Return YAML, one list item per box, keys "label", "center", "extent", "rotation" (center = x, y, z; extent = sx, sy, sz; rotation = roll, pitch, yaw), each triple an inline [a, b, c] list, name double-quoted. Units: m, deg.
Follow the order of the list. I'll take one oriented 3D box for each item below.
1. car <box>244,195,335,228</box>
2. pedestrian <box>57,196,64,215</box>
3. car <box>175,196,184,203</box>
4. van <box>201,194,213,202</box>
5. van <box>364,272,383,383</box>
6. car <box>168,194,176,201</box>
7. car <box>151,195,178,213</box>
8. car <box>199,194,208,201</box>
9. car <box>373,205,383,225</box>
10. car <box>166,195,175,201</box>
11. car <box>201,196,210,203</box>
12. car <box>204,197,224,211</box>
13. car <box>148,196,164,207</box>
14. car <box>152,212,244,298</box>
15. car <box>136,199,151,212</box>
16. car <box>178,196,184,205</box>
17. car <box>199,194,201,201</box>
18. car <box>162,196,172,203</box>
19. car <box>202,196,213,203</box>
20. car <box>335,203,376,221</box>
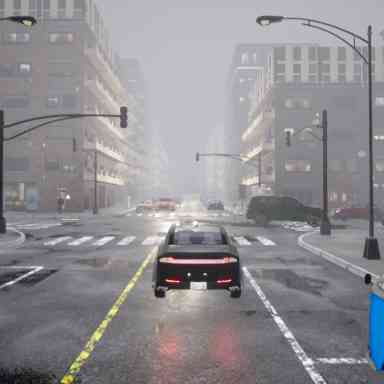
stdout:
- label: "car"
  center: [6.381, 1.250, 22.646]
  extent: [5.566, 2.045, 2.150]
  rotation: [1, 1, 15]
- label: "pedestrian"
  center: [-12.461, 1.217, 31.425]
  extent: [0.375, 1.860, 0.375]
  rotation: [0, -1, 1]
- label: "car"
  center: [-2.818, 1.539, 73.508]
  extent: [1.812, 1.442, 4.674]
  rotation: [0, 0, 0]
- label: "van"
  center: [2.847, 1.362, 56.873]
  extent: [1.690, 1.788, 3.998]
  rotation: [1, 0, 0]
- label: "van"
  center: [2.679, 1.342, 1.999]
  extent: [1.690, 1.788, 3.998]
  rotation: [1, 0, 0]
- label: "car"
  center: [-5.450, 1.480, 90.750]
  extent: [1.967, 1.590, 4.097]
  rotation: [1, 0, 0]
- label: "car"
  center: [-3.007, 1.365, 37.739]
  extent: [2.097, 1.767, 4.553]
  rotation: [0, 0, 0]
- label: "car"
  center: [2.918, 1.351, 85.086]
  extent: [2.192, 1.841, 5.009]
  rotation: [1, 0, 0]
- label: "car"
  center: [13.587, 1.583, 19.722]
  extent: [4.313, 1.339, 1.947]
  rotation: [0, -1, 1]
- label: "car"
  center: [-5.466, 1.587, 85.107]
  extent: [2.008, 1.369, 4.403]
  rotation: [1, 0, 0]
- label: "car"
  center: [2.885, 1.612, 73.801]
  extent: [1.802, 1.307, 4.206]
  rotation: [1, 0, 0]
- label: "car"
  center: [2.802, 1.580, 39.946]
  extent: [1.947, 1.339, 4.313]
  rotation: [1, 0, 0]
- label: "car"
  center: [-5.548, 1.458, 51.252]
  extent: [1.967, 1.590, 4.097]
  rotation: [1, 0, 0]
- label: "car"
  center: [0.122, 1.494, 8.488]
  extent: [2.128, 1.511, 4.902]
  rotation: [0, 0, 0]
- label: "car"
  center: [-5.577, 1.539, 39.796]
  extent: [1.752, 1.417, 4.829]
  rotation: [1, 0, 0]
- label: "car"
  center: [-2.932, 1.569, 58.504]
  extent: [2.033, 1.411, 5.357]
  rotation: [0, 0, 0]
- label: "car"
  center: [2.873, 1.552, 68.328]
  extent: [1.752, 1.417, 4.829]
  rotation: [1, 0, 0]
- label: "car"
  center: [-5.494, 1.574, 73.822]
  extent: [1.887, 1.381, 4.507]
  rotation: [1, 0, 0]
- label: "car"
  center: [2.816, 1.567, 45.588]
  extent: [2.008, 1.369, 4.403]
  rotation: [1, 0, 0]
- label: "car"
  center: [13.712, 1.608, 28.104]
  extent: [4.097, 1.590, 1.967]
  rotation: [0, -1, 1]
